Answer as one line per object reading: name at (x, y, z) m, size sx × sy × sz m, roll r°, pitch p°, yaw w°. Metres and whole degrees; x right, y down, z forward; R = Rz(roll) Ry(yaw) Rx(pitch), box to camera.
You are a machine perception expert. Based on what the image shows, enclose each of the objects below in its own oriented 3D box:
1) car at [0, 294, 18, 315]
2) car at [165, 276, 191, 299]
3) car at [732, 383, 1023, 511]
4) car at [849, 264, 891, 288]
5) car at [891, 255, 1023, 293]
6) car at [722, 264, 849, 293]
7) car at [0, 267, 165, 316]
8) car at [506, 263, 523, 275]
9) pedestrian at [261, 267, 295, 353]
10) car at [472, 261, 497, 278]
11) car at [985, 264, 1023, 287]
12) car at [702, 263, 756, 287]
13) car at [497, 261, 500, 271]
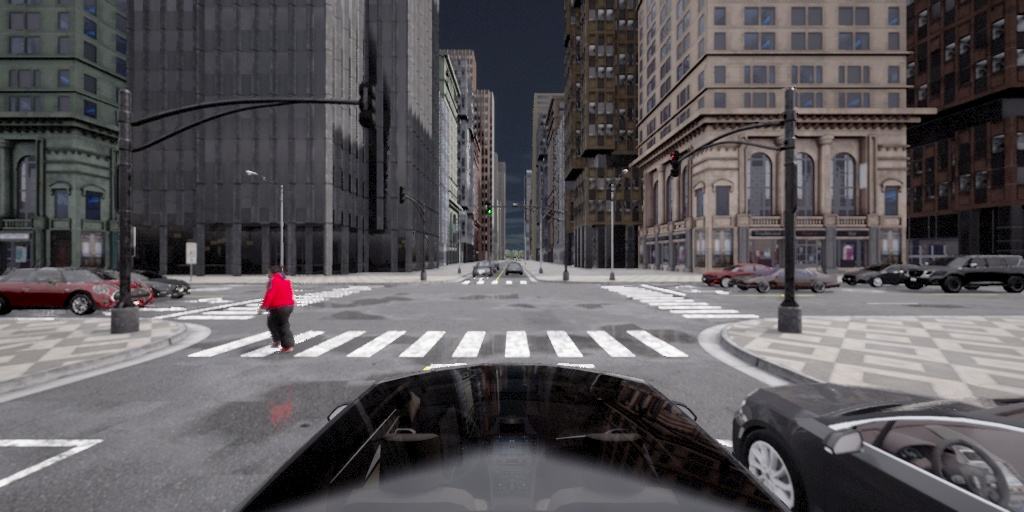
car at (-5.763, 1.188, 1.399) m, size 1.967 × 1.591 × 4.097 m, roll 0°, pitch 0°, yaw 0°
car at (-17.932, 1.371, 16.807) m, size 4.892 × 1.490 × 1.837 m, roll 0°, pitch 0°, yaw 0°
car at (2.762, 1.299, 1.394) m, size 2.007 × 1.370 × 4.403 m, roll 0°, pitch 0°, yaw 0°
car at (24.483, 1.256, 23.456) m, size 4.892 × 1.490 × 1.837 m, roll 0°, pitch 0°, yaw 0°
car at (25.443, 0.969, 20.195) m, size 5.566 × 2.045 × 2.150 m, roll 0°, pitch 0°, yaw 1°
car at (15.256, 1.322, 20.222) m, size 5.357 × 1.411 × 2.033 m, roll 0°, pitch 0°, yaw 0°
car at (-16.501, 1.214, 13.557) m, size 4.553 × 1.767 × 2.097 m, roll 0°, pitch 0°, yaw 0°
car at (0.262, 1.491, 43.157) m, size 1.994 × 1.385 × 4.181 m, roll 0°, pitch 0°, yaw 0°
pedestrian at (-4.861, 1.073, 7.487) m, size 0.375 × 1.860 × 0.375 m, roll 0°, pitch 0°, yaw 0°
car at (-2.939, 1.391, 36.740) m, size 2.128 × 1.511 × 4.902 m, roll 0°, pitch 0°, yaw 0°
car at (34.975, 1.270, 23.435) m, size 5.357 × 1.411 × 2.033 m, roll 0°, pitch 0°, yaw 0°
car at (15.104, 1.253, 23.470) m, size 5.008 × 1.535 × 1.882 m, roll 0°, pitch 0°, yaw 0°
car at (-2.917, 1.432, 46.088) m, size 2.128 × 1.511 × 4.902 m, roll 0°, pitch 0°, yaw 0°
